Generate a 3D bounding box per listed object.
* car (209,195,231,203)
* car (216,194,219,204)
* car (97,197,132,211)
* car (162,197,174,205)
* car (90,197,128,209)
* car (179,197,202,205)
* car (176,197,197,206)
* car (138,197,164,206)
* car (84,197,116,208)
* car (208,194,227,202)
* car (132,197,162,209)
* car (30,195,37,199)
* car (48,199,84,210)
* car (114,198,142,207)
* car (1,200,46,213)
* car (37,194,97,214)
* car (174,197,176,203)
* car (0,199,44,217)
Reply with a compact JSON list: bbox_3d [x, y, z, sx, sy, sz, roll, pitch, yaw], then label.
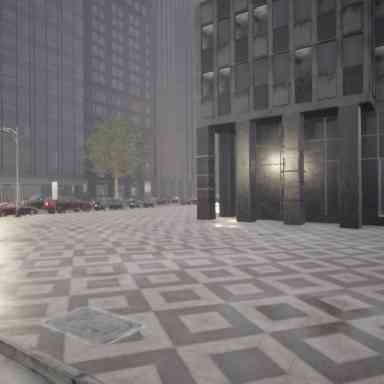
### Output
[{"bbox_3d":[5.489,1.417,65.510,2.128,1.511,4.902,-1,0,35],"label":"car"},{"bbox_3d":[3.209,1.223,57.700,2.192,1.841,5.009,-1,0,35],"label":"car"},{"bbox_3d":[-9.627,1.525,39.155,1.947,1.339,4.313,-1,0,35],"label":"car"},{"bbox_3d":[-5.669,1.591,54.922,1.895,1.301,4.718,-1,0,35],"label":"car"},{"bbox_3d":[-11.521,1.506,46.539,2.128,1.511,4.902,-1,0,35],"label":"car"},{"bbox_3d":[-0.189,1.507,57.294,1.994,1.385,4.181,-1,0,34],"label":"car"},{"bbox_3d":[0.001,1.463,53.063,1.887,1.381,4.507,-1,0,35],"label":"car"},{"bbox_3d":[-7.101,1.545,57.780,1.752,1.417,4.829,-1,0,35],"label":"car"},{"bbox_3d":[-13.426,1.485,48.647,1.967,1.590,4.097,-1,0,35],"label":"car"},{"bbox_3d":[5.834,1.297,76.468,2.192,1.841,5.009,-1,0,35],"label":"car"},{"bbox_3d":[-6.418,1.510,43.790,1.947,1.339,4.313,-1,0,35],"label":"car"},{"bbox_3d":[-17.241,1.265,38.304,2.150,2.045,5.566,-1,0,35],"label":"car"},{"bbox_3d":[-16.634,1.643,44.010,1.802,1.307,4.206,-1,0,35],"label":"car"},{"bbox_3d":[-10.214,1.614,53.283,1.802,1.307,4.206,-1,0,35],"label":"car"},{"bbox_3d":[-19.844,1.644,39.374,1.947,1.339,4.313,-1,0,35],"label":"car"},{"bbox_3d":[-12.839,1.291,34.520,2.192,1.841,5.009,-1,0,35],"label":"car"},{"bbox_3d":[-3.794,1.575,62.557,1.947,1.339,4.313,-1,0,35],"label":"car"},{"bbox_3d":[-16.046,1.577,29.882,1.802,1.307,4.206,-1,0,35],"label":"car"}]
